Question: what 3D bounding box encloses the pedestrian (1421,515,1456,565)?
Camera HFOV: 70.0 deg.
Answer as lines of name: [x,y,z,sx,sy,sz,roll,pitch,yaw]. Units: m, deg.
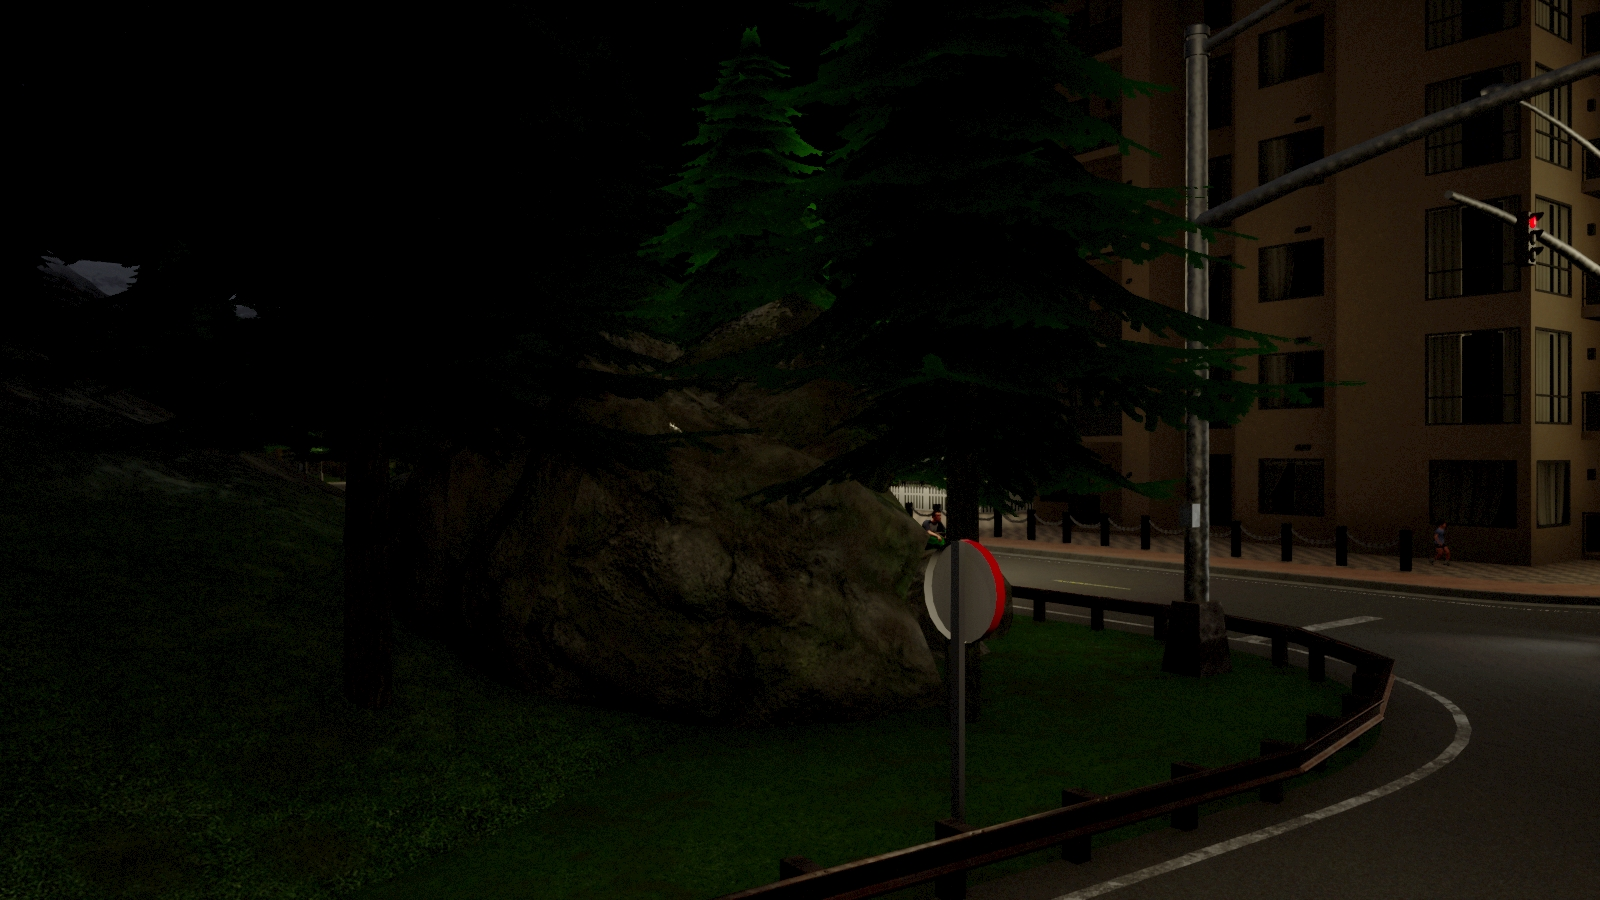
pedestrian: [14.613,2.057,26.148,0.500,1.100,0.500,0,0,-31]
